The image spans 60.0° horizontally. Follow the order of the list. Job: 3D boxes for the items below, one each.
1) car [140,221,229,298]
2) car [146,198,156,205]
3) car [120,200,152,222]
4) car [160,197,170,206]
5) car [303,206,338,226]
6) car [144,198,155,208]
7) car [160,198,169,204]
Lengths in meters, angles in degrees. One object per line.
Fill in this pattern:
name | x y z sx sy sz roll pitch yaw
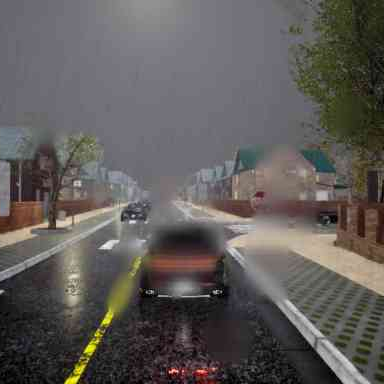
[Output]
car | -0.163 1.515 8.501 1.837 1.490 4.892 0 0 0
car | -8.221 1.854 67.153 1.812 1.442 4.674 0 -1 -5
car | -4.521 1.613 26.550 1.994 1.385 4.181 0 0 -5
car | -5.021 1.793 62.534 1.837 1.490 4.892 0 0 -5
car | 10.167 1.575 22.770 4.718 1.301 1.895 0 -1 -7
car | -5.613 1.667 38.292 1.994 1.385 4.181 0 0 -5
car | -5.991 1.883 72.936 1.895 1.301 4.718 0 -1 -5
